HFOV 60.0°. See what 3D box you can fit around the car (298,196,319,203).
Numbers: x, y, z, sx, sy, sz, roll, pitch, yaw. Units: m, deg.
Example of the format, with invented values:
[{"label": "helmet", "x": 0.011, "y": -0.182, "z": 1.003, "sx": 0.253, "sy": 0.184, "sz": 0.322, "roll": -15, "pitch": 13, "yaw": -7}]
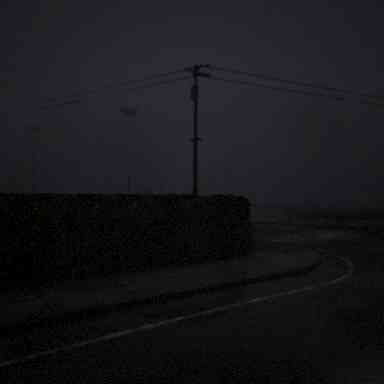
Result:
[{"label": "car", "x": 19.742, "y": 1.840, "z": 55.508, "sx": 2.242, "sy": 1.667, "sz": 4.611, "roll": 0, "pitch": 0, "yaw": 32}]
